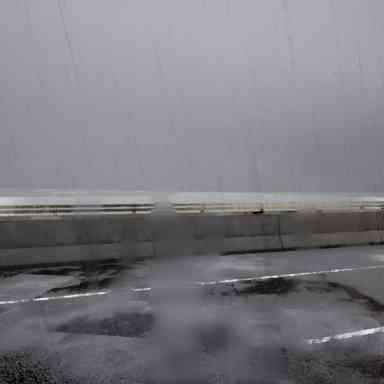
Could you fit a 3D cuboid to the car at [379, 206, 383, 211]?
[{"bbox_3d":[20.105,1.535,31.697,4.674,1.442,1.812,0,0,-19],"label":"car"}]
